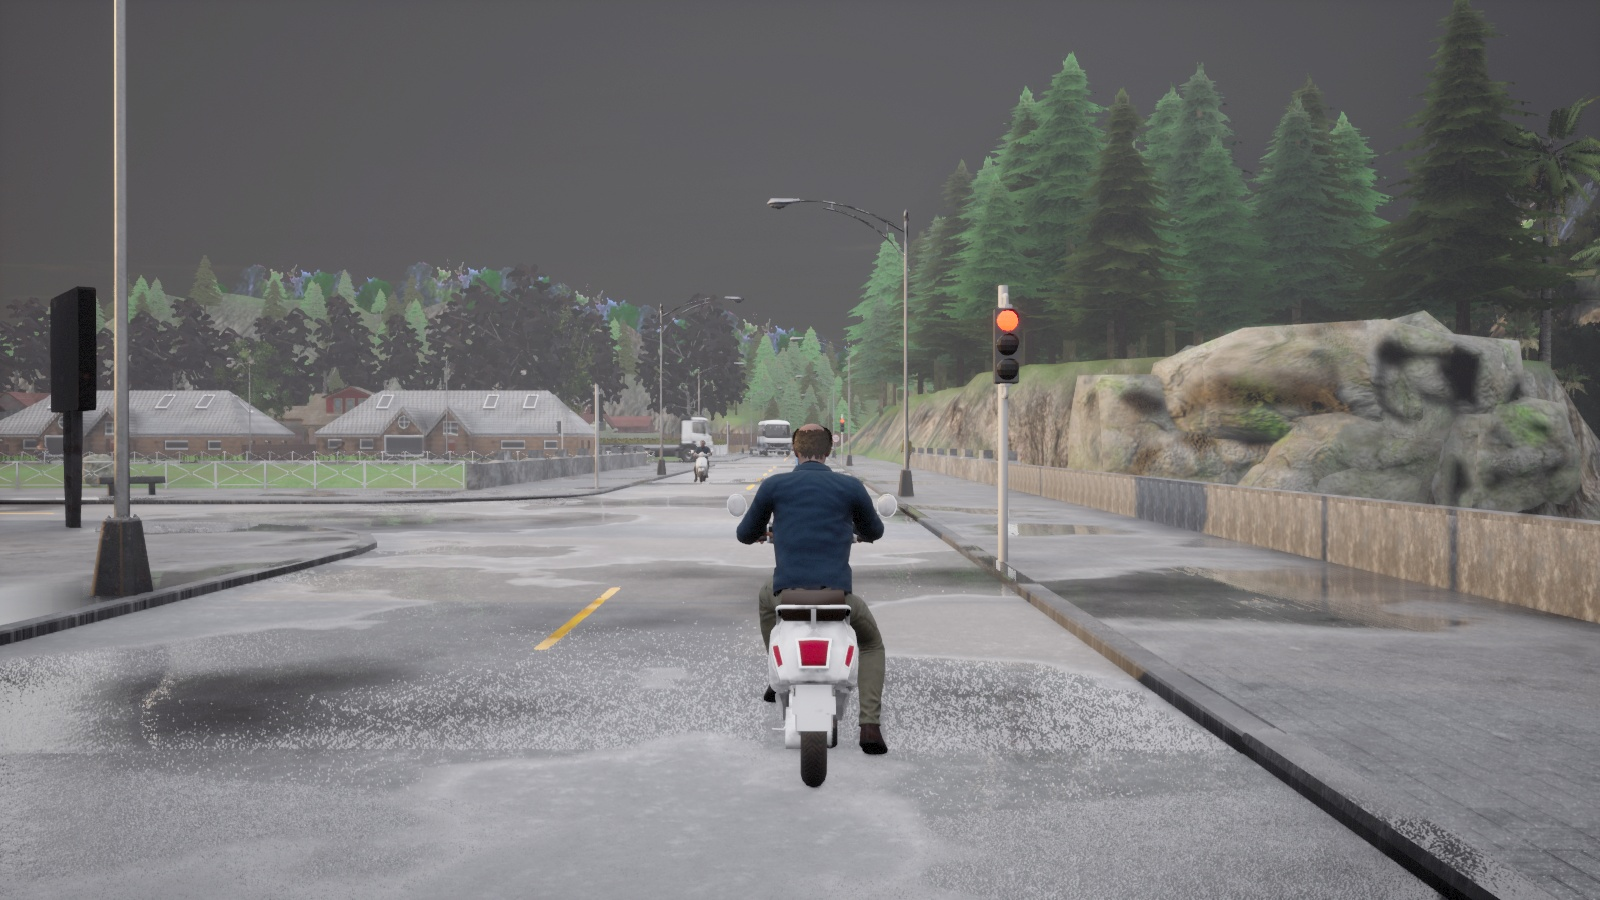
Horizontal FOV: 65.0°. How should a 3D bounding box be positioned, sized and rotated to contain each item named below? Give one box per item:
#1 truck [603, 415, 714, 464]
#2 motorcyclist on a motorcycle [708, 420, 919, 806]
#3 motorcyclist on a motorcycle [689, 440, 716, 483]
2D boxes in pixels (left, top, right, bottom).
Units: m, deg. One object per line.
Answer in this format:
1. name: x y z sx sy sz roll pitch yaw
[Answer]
1. truck: -10.292 -0.760 91.395 7.936 3.462 2.891 0 0 -7
2. motorcyclist on a motorcycle: 0.059 0.666 6.070 0.866 1.590 1.817 0 0 0
3. motorcyclist on a motorcycle: -3.717 0.426 48.000 0.866 1.590 1.817 0 0 0
